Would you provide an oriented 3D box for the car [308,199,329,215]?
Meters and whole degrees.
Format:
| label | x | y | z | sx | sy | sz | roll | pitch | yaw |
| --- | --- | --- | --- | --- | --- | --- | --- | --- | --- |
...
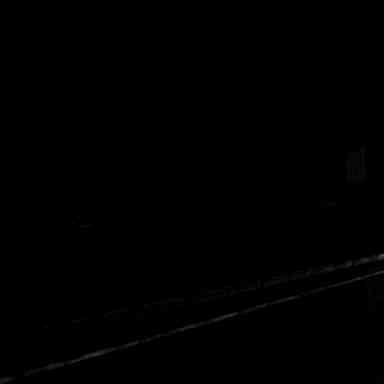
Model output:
| label | x | y | z | sx | sy | sz | roll | pitch | yaw |
| --- | --- | --- | --- | --- | --- | --- | --- | --- | --- |
| car | 10.995 | 1.471 | 34.384 | 2.097 | 1.535 | 5.008 | 0 | 0 | -35 |

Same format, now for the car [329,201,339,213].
| label | x | y | z | sx | sy | sz | roll | pitch | yaw |
| --- | --- | --- | --- | --- | --- | --- | --- | --- | --- |
| car | 13.564 | 1.514 | 36.204 | 2.002 | 1.452 | 4.674 | 0 | 0 | -35 |

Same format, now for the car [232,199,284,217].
| label | x | y | z | sx | sy | sz | roll | pitch | yaw |
| --- | --- | --- | --- | --- | --- | --- | --- | --- | --- |
| car | 5.665 | 1.505 | 30.578 | 2.002 | 1.452 | 4.674 | 0 | 0 | -35 |

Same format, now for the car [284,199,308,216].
| label | x | y | z | sx | sy | sz | roll | pitch | yaw |
| --- | --- | --- | --- | --- | --- | --- | --- | --- | --- |
| car | 8.335 | 1.469 | 32.476 | 2.231 | 1.521 | 4.892 | 0 | 0 | -35 |
